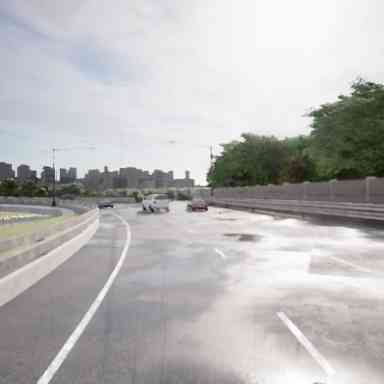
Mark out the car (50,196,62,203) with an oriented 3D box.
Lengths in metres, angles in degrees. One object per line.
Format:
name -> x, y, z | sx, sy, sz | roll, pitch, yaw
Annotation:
car -> -34.028, 2.005, 80.330 | 4.181, 1.385, 1.994 | -1, 0, 39

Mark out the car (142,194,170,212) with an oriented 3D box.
car -> -4.335, 1.289, 39.575 | 2.150, 2.045, 5.566 | -1, 0, -23

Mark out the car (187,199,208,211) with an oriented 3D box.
car -> 0.595, 1.566, 40.691 | 1.994, 1.385, 4.181 | -1, 0, -11

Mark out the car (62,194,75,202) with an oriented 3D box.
car -> -31.262, 1.643, 82.571 | 5.566, 2.045, 2.150 | -1, 0, 39

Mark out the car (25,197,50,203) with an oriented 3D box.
car -> -35.955, 2.016, 77.363 | 5.357, 1.411, 2.033 | -1, 0, 39

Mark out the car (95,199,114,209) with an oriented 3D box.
car -> -13.322, 1.727, 50.178 | 2.033, 1.411, 5.357 | -1, 0, -30
